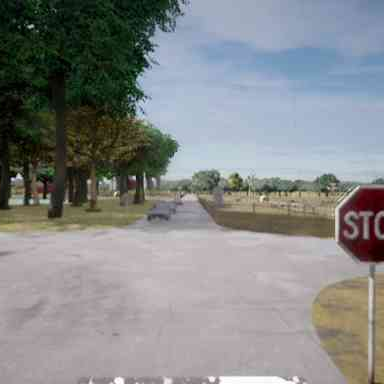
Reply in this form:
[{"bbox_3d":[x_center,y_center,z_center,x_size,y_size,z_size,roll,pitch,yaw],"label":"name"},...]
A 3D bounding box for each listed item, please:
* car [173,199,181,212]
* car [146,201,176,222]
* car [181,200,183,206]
[{"bbox_3d":[-2.750,1.760,38.549,2.128,1.511,4.902,0,0,0],"label":"car"},{"bbox_3d":[-2.759,1.757,29.131,2.033,1.411,5.357,0,0,0],"label":"car"},{"bbox_3d":[-2.752,1.974,63.877,1.994,1.385,4.181,0,0,0],"label":"car"}]
